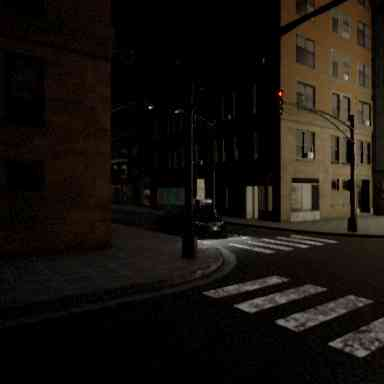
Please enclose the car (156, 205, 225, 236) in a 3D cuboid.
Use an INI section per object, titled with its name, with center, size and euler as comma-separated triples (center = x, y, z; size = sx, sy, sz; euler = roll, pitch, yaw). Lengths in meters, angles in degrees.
[car]
center = -0.257, 1.440, 17.596
size = 1.812, 1.442, 4.674
euler = 0, 0, -36
